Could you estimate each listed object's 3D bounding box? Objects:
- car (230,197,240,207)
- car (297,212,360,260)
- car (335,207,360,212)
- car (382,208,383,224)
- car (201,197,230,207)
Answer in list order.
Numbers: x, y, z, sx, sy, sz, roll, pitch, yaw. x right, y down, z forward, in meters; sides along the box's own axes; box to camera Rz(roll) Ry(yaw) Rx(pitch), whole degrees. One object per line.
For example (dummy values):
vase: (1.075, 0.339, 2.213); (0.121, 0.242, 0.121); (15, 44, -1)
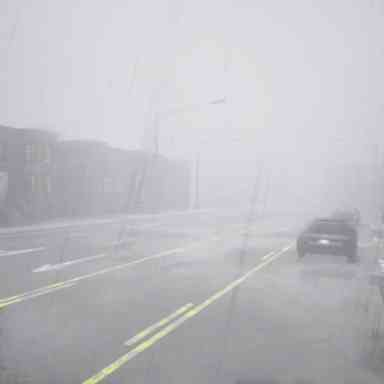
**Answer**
car: (6.981, 1.793, 62.536); (2.097, 1.767, 4.553); (1, 0, -37)
car: (5.472, 1.693, 13.199); (1.994, 1.385, 4.181); (0, 0, 28)
car: (12.306, 1.871, 26.386); (1.895, 1.301, 4.718); (0, 0, 28)
car: (15.496, 1.641, 24.930); (2.097, 1.767, 4.553); (0, -1, 28)
car: (3.825, 1.952, 60.982); (2.033, 1.411, 5.357); (1, 0, -38)
